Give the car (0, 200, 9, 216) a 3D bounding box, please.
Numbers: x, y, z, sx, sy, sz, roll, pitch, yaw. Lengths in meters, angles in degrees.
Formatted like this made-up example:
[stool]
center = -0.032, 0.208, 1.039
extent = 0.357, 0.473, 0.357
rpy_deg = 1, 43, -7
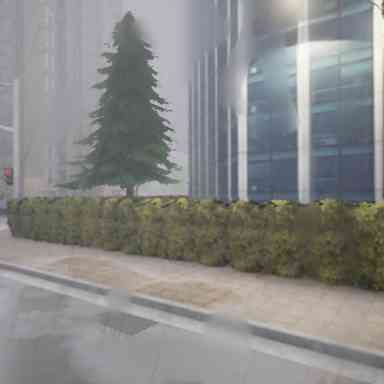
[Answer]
[car]
center = -18.675, 1.523, 31.911
extent = 2.097, 1.767, 4.553
rpy_deg = 0, 0, 36
